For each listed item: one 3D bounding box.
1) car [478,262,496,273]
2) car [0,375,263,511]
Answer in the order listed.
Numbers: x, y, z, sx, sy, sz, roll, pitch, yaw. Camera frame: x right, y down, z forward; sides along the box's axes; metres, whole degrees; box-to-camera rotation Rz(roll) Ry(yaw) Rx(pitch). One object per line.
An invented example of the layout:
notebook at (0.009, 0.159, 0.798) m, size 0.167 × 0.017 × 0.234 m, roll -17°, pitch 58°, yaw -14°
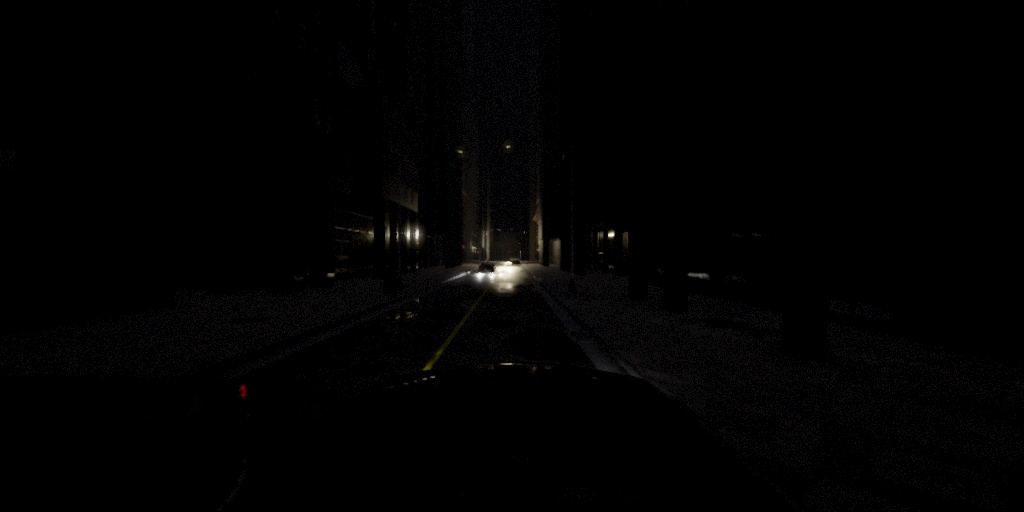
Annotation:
car at (-3.066, 1.359, 44.253) m, size 1.895 × 1.301 × 4.718 m, roll 0°, pitch 0°, yaw 0°
car at (-3.101, 1.314, 1.308) m, size 1.994 × 1.385 × 4.181 m, roll 0°, pitch 0°, yaw 0°
